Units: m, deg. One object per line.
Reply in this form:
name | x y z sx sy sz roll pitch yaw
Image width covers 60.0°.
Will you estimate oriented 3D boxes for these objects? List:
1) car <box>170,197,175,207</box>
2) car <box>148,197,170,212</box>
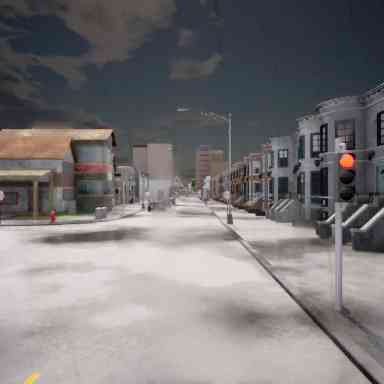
car | -4.020 1.520 49.490 1.837 1.490 4.892 0 0 0
car | -4.046 1.576 39.545 1.994 1.385 4.181 0 0 0
